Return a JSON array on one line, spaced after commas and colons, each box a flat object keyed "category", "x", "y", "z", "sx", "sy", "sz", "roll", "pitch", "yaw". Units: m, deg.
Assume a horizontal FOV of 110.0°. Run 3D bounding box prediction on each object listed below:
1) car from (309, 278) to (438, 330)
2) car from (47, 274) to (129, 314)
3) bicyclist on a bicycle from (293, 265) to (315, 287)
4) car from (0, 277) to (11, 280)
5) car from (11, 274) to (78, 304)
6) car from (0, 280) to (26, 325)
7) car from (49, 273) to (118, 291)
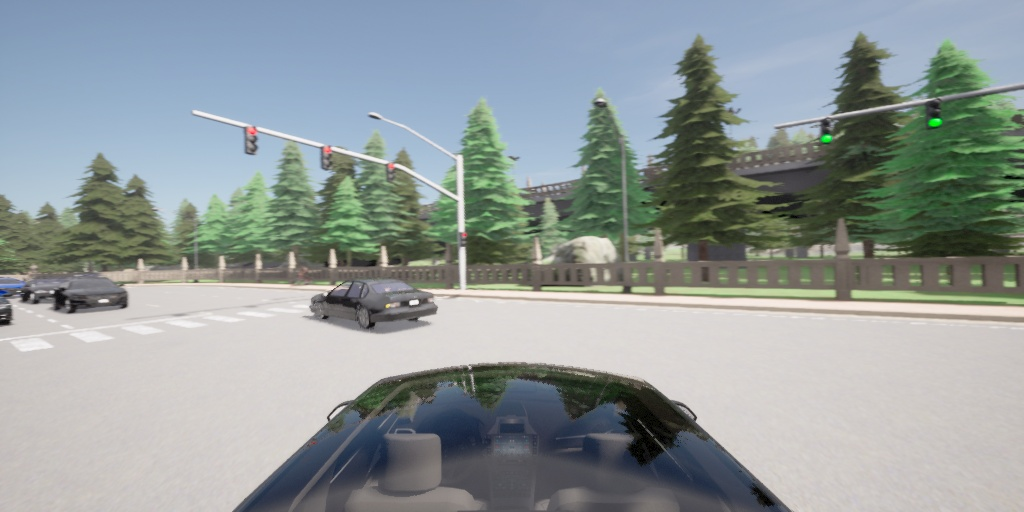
[{"category": "car", "x": -4.707, "y": 1.427, "z": 11.777, "sx": 5.357, "sy": 1.411, "sz": 2.033, "roll": -2, "pitch": 0, "yaw": 40}, {"category": "car", "x": -20.684, "y": 1.833, "z": 17.579, "sx": 5.008, "sy": 1.535, "sz": 1.882, "roll": -2, "pitch": 0, "yaw": 31}, {"category": "bicyclist on a bicycle", "x": -16.006, "y": 1.548, "z": 27.630, "sx": 0.582, "sy": 1.620, "sz": 1.656, "roll": -2, "pitch": 0, "yaw": 32}, {"category": "car", "x": -37.954, "y": 2.355, "z": 26.627, "sx": 5.008, "sy": 1.535, "sz": 1.882, "roll": -2, "pitch": 0, "yaw": 17}, {"category": "car", "x": -28.858, "y": 2.095, "z": 22.414, "sx": 4.902, "sy": 1.511, "sz": 2.128, "roll": -2, "pitch": 0, "yaw": 29}, {"category": "car", "x": -20.207, "y": 1.821, "z": 13.144, "sx": 4.902, "sy": 1.511, "sz": 2.128, "roll": -2, "pitch": 0, "yaw": 29}, {"category": "car", "x": -41.397, "y": 2.490, "z": 34.704, "sx": 4.902, "sy": 1.511, "sz": 2.128, "roll": -2, "pitch": 0, "yaw": 10}]
